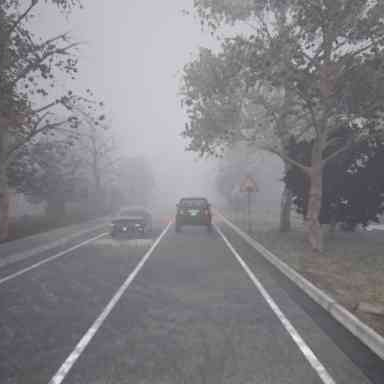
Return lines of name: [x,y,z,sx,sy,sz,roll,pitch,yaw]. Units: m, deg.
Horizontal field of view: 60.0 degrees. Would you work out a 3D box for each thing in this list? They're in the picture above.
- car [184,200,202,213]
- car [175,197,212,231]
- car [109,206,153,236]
car: [0.150,1.694,39.183,1.994,1.385,4.181,0,0,1]
car: [0.117,1.322,21.273,2.150,2.045,5.566,0,0,0]
car: [-3.338,1.594,18.914,1.837,1.490,4.892,0,0,0]
